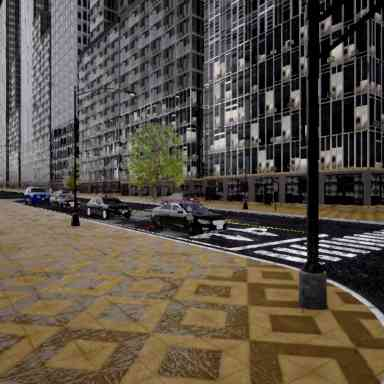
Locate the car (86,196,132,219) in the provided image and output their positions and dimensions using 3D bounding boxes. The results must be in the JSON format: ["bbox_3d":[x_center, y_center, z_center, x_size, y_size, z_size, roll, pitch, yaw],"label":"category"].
[{"bbox_3d":[-6.111,1.097,24.208,1.837,1.490,4.892,0,1,-38],"label":"car"}]

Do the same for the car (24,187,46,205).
[{"bbox_3d":[-18.866,0.433,40.572,2.150,2.045,5.566,0,1,-38],"label":"car"}]

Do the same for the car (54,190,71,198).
[{"bbox_3d":[-25.299,0.299,64.873,1.812,1.442,4.674,0,1,-38],"label":"car"}]

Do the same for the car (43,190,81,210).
[{"bbox_3d":[-12.347,0.899,32.167,2.128,1.511,4.902,0,1,-38],"label":"car"}]

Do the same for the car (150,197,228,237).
[{"bbox_3d":[-0.268,1.257,16.776,2.128,1.511,4.902,0,1,-38],"label":"car"}]

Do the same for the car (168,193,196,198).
[{"bbox_3d":[-1.314,0.843,34.202,2.097,1.767,4.553,0,1,-38],"label":"car"}]
